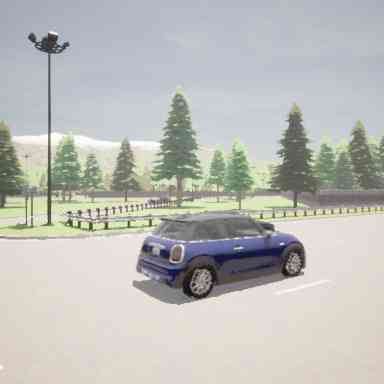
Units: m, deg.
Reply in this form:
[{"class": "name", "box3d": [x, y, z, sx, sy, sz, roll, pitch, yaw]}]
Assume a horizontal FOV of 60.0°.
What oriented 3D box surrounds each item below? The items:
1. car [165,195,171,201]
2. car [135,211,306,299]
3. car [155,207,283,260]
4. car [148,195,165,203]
[{"class": "car", "box3d": [-5.645, 1.351, 69.772, 2.097, 1.767, 4.553, 0, 0, 5]}, {"class": "car", "box3d": [0.917, 1.351, 8.692, 4.553, 1.767, 2.097, 0, 0, -35]}, {"class": "car", "box3d": [1.195, 1.477, 13.184, 5.008, 1.535, 1.882, 0, 0, -35]}, {"class": "car", "box3d": [-6.591, 1.601, 59.952, 1.895, 1.301, 4.718, 0, 0, 5]}]
